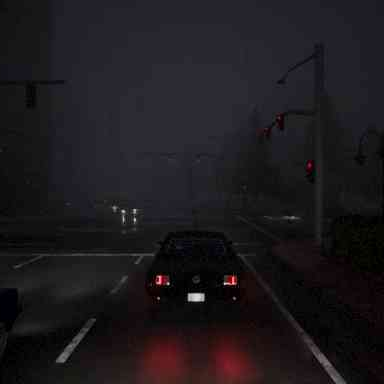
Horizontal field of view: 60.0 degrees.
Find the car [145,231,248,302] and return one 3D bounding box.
[{"bbox_3d":[0.091,1.600,8.184,1.895,1.301,4.718,0,0,0],"label":"car"}]

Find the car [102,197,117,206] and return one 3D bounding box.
[{"bbox_3d":[-12.545,1.475,53.909,1.882,1.535,5.008,0,0,-31],"label":"car"}]

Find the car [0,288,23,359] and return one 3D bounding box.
[{"bbox_3d":[-3.429,1.601,2.760,1.895,1.301,4.718,0,0,0],"label":"car"}]

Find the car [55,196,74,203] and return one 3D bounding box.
[{"bbox_3d":[-25.991,1.521,67.947,4.674,1.442,1.812,0,0,31],"label":"car"}]

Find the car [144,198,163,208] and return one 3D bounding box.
[{"bbox_3d":[-5.597,1.545,47.814,2.033,1.411,5.357,0,0,-18],"label":"car"}]

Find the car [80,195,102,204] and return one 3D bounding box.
[{"bbox_3d":[-18.194,1.598,61.448,1.895,1.301,4.718,0,0,-44],"label":"car"}]

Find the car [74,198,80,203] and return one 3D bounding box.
[{"bbox_3d":[-21.715,1.497,69.343,4.892,1.490,1.837,0,0,34],"label":"car"}]

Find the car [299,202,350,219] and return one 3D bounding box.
[{"bbox_3d":[11.726,1.618,29.552,4.181,1.385,1.994,0,0,1],"label":"car"}]

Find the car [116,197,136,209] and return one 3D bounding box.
[{"bbox_3d":[-8.888,1.524,45.528,1.812,1.442,4.674,0,0,-18],"label":"car"}]

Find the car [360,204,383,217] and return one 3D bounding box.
[{"bbox_3d":[12.003,1.580,18.837,4.674,1.442,1.812,0,0,0],"label":"car"}]
